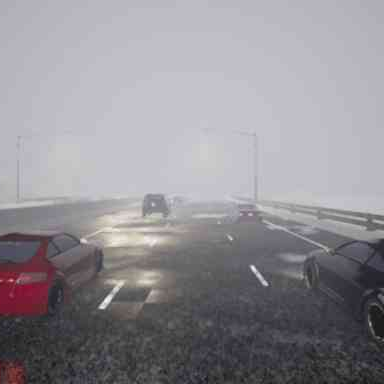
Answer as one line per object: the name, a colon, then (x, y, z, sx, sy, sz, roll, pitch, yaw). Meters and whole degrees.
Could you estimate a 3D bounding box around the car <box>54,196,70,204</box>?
car: (-20.220, 1.405, 52.860, 1.812, 1.442, 4.674, 0, 0, 2)

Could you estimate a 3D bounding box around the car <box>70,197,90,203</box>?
car: (-16.761, 1.446, 51.643, 1.994, 1.385, 4.181, 0, 0, 2)

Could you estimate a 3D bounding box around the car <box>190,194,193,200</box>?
car: (-1.590, 1.311, 80.173, 2.033, 1.649, 4.856, 0, 0, 3)

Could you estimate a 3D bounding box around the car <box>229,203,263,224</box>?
car: (3.783, 1.485, 23.812, 2.033, 1.411, 5.357, 0, 0, 1)

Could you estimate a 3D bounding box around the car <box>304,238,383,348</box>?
car: (3.623, 1.547, 6.223, 1.994, 1.385, 4.181, 0, 0, 0)

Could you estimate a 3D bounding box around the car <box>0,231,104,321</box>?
car: (-3.372, 1.541, 7.360, 1.994, 1.385, 4.181, 0, 0, 0)

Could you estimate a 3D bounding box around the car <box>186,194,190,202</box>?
car: (-2.071, 1.408, 69.215, 1.812, 1.442, 4.674, 0, 0, 2)

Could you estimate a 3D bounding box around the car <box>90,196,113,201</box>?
car: (-13.289, 1.377, 50.868, 2.128, 1.511, 4.902, 0, 0, 2)

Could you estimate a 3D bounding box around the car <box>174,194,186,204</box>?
car: (-2.483, 1.392, 58.255, 1.837, 1.490, 4.892, 0, 0, 2)

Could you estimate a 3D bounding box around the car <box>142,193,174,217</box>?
car: (-3.116, 1.143, 29.930, 2.150, 2.045, 5.566, 0, 0, 1)

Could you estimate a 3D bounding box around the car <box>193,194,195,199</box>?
car: (-1.039, 1.486, 91.157, 1.895, 1.301, 4.718, 0, 0, 3)
